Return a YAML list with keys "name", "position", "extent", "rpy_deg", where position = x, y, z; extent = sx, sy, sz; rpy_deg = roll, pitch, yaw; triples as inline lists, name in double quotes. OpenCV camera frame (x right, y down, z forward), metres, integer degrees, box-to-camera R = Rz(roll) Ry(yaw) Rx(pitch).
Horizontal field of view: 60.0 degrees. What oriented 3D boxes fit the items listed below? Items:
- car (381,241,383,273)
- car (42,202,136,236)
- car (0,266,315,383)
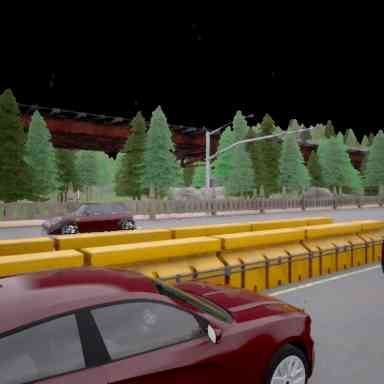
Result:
- name: "car"
  position: [6.915, 1.477, 8.712]
  extent: [5.008, 1.535, 1.882]
  rpy_deg: [0, 0, -35]
- name: "car"
  position: [-5.320, 1.351, 17.397]
  extent: [4.553, 1.767, 2.097]
  rpy_deg: [0, 0, -36]
- name: "car"
  position: [-0.901, 1.478, 3.103]
  extent: [5.008, 1.535, 1.882]
  rpy_deg: [0, 0, -35]
